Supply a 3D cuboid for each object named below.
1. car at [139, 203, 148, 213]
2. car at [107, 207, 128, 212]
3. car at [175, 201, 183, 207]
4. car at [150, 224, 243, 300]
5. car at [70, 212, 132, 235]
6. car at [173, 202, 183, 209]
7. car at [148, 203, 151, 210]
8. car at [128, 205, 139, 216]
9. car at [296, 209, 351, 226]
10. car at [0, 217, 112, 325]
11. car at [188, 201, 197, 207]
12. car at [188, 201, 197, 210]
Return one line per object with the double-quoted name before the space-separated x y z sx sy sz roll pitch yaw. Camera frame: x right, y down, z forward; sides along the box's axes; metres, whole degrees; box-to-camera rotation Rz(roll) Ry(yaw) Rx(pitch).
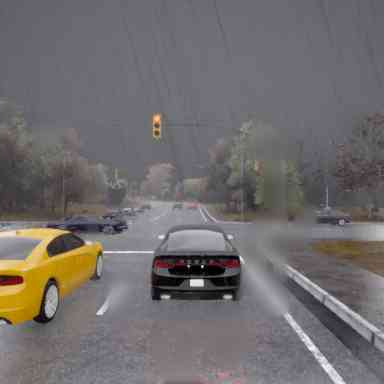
"car" -10.431 3.251 64.771 2.128 1.511 4.902 0 0 1
"car" -10.535 3.005 44.796 2.033 1.411 5.357 0 -2 1
"car" -3.471 3.173 86.790 1.994 1.385 4.181 0 0 -3
"car" 0.098 1.566 8.579 1.882 1.535 5.008 0 -1 0
"car" -6.538 2.091 21.222 4.718 1.301 1.895 0 -2 4
"car" -3.370 3.189 76.721 1.837 1.490 4.892 0 0 0
"car" -10.372 3.236 75.352 2.033 1.411 5.357 0 0 0
"car" -10.491 3.215 54.667 1.812 1.442 4.674 0 -1 0
"car" 12.449 2.441 31.612 4.892 1.490 1.837 0 -2 0
"car" -3.408 1.543 7.336 1.882 1.535 5.008 0 -1 0
"car" 0.045 3.168 86.367 2.033 1.411 5.357 0 0 -3
"car" 0.131 3.047 76.210 2.097 1.767 4.553 0 0 0
